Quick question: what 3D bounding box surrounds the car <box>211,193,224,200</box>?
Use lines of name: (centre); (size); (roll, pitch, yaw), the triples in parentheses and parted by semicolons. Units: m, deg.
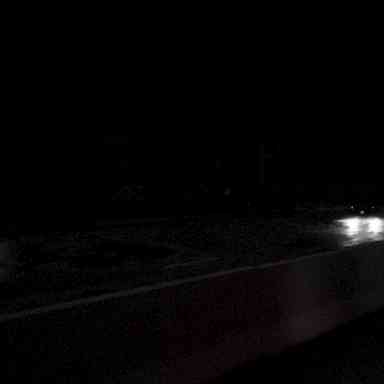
car: (5.427, 0.876, 70.310); (1.994, 1.385, 4.181); (-1, 1, -6)

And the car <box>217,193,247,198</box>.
car: (5.590, 1.086, 49.156); (2.033, 1.411, 5.357); (-1, 1, -35)

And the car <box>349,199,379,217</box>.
car: (14.143, 1.224, 27.227); (1.895, 1.301, 4.718); (0, 1, 31)

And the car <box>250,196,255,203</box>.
car: (7.930, 1.033, 51.919); (2.033, 1.411, 5.357); (-1, 1, -35)
